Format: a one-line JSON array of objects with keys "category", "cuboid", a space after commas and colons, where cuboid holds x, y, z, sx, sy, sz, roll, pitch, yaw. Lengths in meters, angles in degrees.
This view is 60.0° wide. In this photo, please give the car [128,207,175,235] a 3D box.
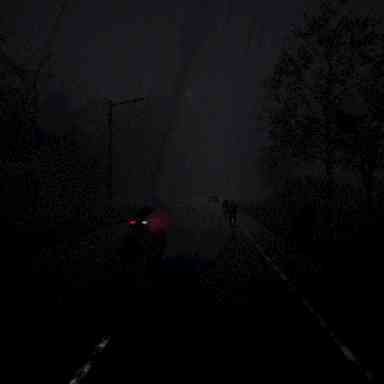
[{"category": "car", "cuboid": [-2.128, 1.543, 18.682, 2.033, 1.411, 5.357, 0, 0, 4]}]

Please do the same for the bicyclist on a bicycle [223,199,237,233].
[{"category": "bicyclist on a bicycle", "cuboid": [2.247, 1.367, 18.687, 0.659, 1.776, 1.843, 0, 0, 3]}]

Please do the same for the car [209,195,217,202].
[{"category": "car", "cuboid": [4.675, 1.490, 73.908, 1.837, 1.490, 4.892, 0, 0, 4]}]

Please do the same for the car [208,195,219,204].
[{"category": "car", "cuboid": [4.064, 1.342, 62.379, 2.097, 1.767, 4.553, 0, 0, 3]}]
